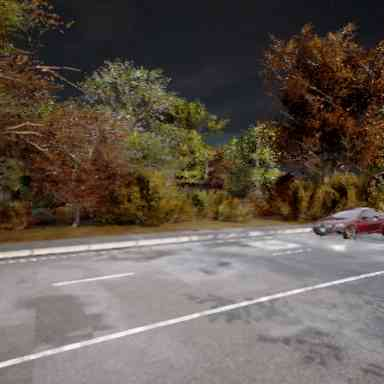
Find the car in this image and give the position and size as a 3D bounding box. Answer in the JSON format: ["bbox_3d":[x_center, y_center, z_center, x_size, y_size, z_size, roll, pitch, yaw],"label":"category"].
[{"bbox_3d":[8.283,1.530,16.843,4.674,1.442,1.812,0,0,-27],"label":"car"}]
